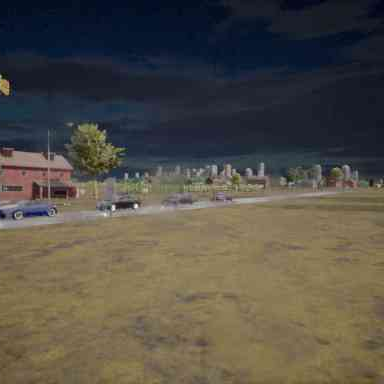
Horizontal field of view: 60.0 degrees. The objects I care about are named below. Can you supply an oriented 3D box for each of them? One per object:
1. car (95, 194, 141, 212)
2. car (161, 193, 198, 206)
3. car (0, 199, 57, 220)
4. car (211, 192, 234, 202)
[{"bbox_3d":[-7.093,1.028,32.298,1.837,1.490,4.892,1,2,36],"label":"car"},{"bbox_3d":[-1.374,0.871,40.191,2.033,1.411,5.357,1,2,36],"label":"car"},{"bbox_3d":[-12.369,1.267,25.014,1.994,1.385,4.181,1,2,34],"label":"car"},{"bbox_3d":[4.446,0.682,48.187,1.994,1.385,4.181,1,2,36],"label":"car"}]
